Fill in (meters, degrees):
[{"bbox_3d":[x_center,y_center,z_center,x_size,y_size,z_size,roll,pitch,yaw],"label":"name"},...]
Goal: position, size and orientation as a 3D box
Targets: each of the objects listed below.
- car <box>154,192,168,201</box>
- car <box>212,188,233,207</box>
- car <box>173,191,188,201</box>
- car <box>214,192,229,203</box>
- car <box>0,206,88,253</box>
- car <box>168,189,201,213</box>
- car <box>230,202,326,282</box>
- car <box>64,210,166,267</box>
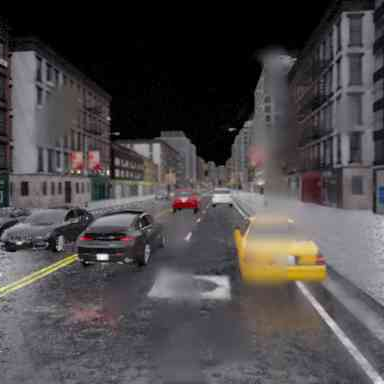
[{"bbox_3d":[-4.962,0.676,55.306,2.128,1.511,4.902,0,1,5],"label":"car"},{"bbox_3d":[3.470,0.611,37.712,2.150,2.045,5.566,0,1,6],"label":"car"},{"bbox_3d":[-1.784,0.677,54.376,1.837,1.490,4.892,0,1,5],"label":"car"},{"bbox_3d":[4.308,0.765,48.387,2.033,1.411,5.357,0,1,5],"label":"car"},{"bbox_3d":[-5.333,1.345,13.055,1.837,1.490,4.892,0,1,5],"label":"car"},{"bbox_3d":[-0.418,0.761,29.950,2.150,2.045,5.566,0,1,5],"label":"car"},{"bbox_3d":[2.105,1.296,9.230,1.801,1.575,5.366,0,1,5],"label":"car"},{"bbox_3d":[-2.060,1.354,10.824,1.837,1.490,4.892,0,1,5],"label":"car"}]
